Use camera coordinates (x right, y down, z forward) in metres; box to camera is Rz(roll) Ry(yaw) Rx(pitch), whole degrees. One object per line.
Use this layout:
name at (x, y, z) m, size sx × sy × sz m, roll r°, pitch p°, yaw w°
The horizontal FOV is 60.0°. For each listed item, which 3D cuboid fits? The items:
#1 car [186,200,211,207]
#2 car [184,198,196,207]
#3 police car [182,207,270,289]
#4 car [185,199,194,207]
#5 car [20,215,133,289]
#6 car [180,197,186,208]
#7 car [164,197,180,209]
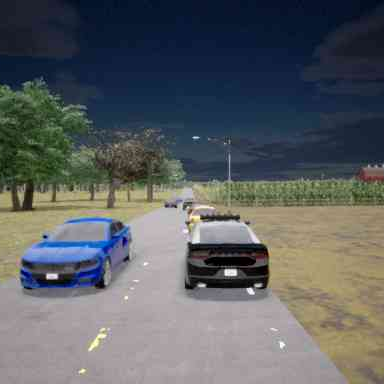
car at (0.691, 1.488, 19.383) m, size 1.801 × 1.575 × 5.366 m, roll 0°, pitch 0°, yaw 0°
car at (-0.421, 1.879, 60.059) m, size 2.033 × 1.411 × 5.357 m, roll 0°, pitch 0°, yaw 0°
police car at (0.762, 1.430, 9.301) m, size 1.930 × 1.638 × 5.238 m, roll 0°, pitch 0°, yaw 0°
car at (0.650, 1.537, 25.197) m, size 1.882 × 1.535 × 5.008 m, roll 0°, pitch 0°, yaw 0°
car at (-2.912, 1.482, 9.382) m, size 1.882 × 1.535 × 5.008 m, roll 0°, pitch 0°, yaw 0°
car at (-0.313, 1.723, 46.235) m, size 1.837 × 1.490 × 4.892 m, roll 0°, pitch -1°, yaw 0°
car at (-3.200, 1.734, 50.641) m, size 1.882 × 1.535 × 5.008 m, roll 0°, pitch -1°, yaw 0°
